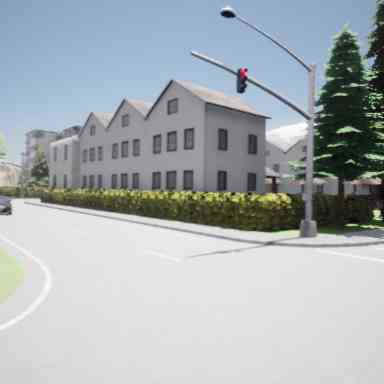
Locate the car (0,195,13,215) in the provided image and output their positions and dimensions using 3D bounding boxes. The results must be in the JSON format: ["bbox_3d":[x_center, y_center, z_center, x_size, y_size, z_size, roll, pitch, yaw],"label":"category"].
[{"bbox_3d":[-15.560,0.983,26.282,2.128,1.511,4.902,1,1,-39],"label":"car"}]
